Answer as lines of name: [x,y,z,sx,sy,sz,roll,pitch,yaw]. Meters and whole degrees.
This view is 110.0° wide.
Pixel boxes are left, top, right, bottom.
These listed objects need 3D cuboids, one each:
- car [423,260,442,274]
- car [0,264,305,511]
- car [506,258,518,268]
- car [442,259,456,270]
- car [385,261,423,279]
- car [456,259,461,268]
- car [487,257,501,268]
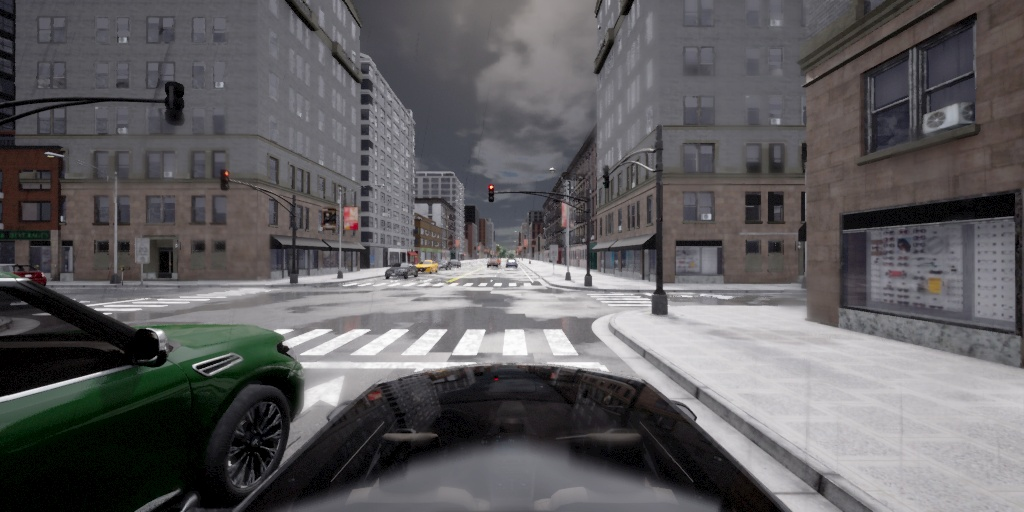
car: [-9.879,1.230,41.625,1.882,1.535,5.008,0,0,0]
car: [-3.148,0.971,1.216,2.150,2.045,5.566,0,0,0]
car: [-0.053,1.312,61.849,1.994,1.385,4.181,0,0,0]
car: [-9.885,1.242,51.437,2.128,1.511,4.902,0,0,0]
car: [-9.872,1.279,32.428,1.812,1.442,4.674,0,0,2]
car: [-9.853,1.273,61.455,1.812,1.442,4.674,0,0,0]
car: [-3.303,1.349,61.876,1.895,1.301,4.718,0,0,0]
